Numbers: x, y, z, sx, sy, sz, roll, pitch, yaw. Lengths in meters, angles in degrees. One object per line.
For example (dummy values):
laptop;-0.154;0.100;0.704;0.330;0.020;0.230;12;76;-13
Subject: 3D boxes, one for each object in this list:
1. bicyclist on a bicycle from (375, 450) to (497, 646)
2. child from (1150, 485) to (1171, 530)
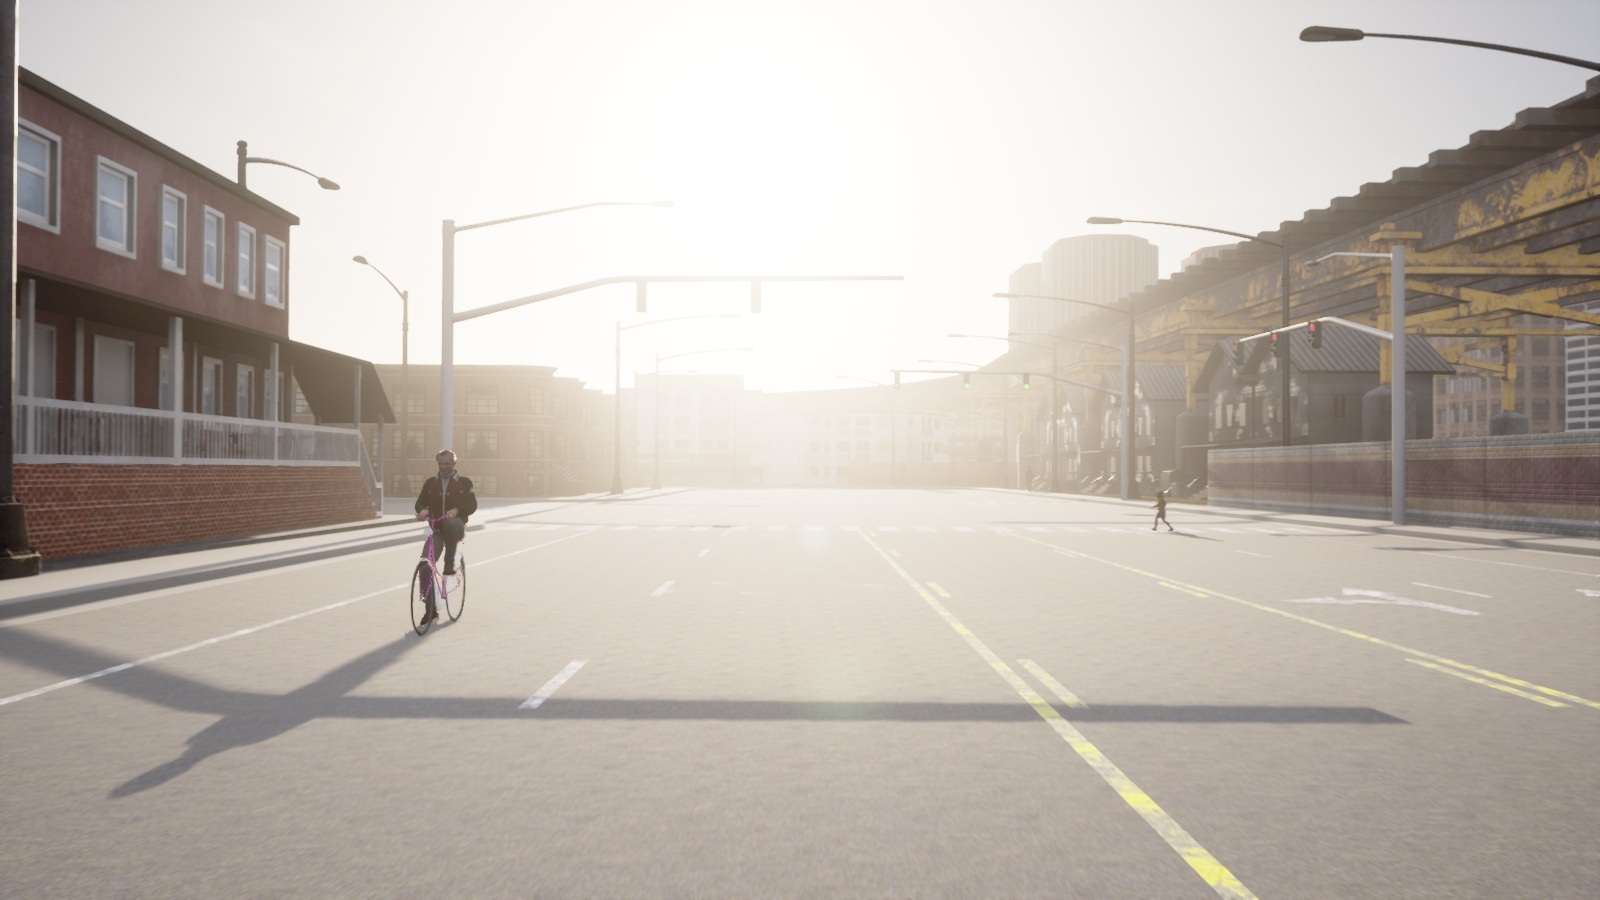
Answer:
bicyclist on a bicycle;-3.527;0.906;12.326;0.659;1.776;1.843;0;-1;0
child;9.374;1.492;32.651;0.473;1.160;0.299;0;-1;8
